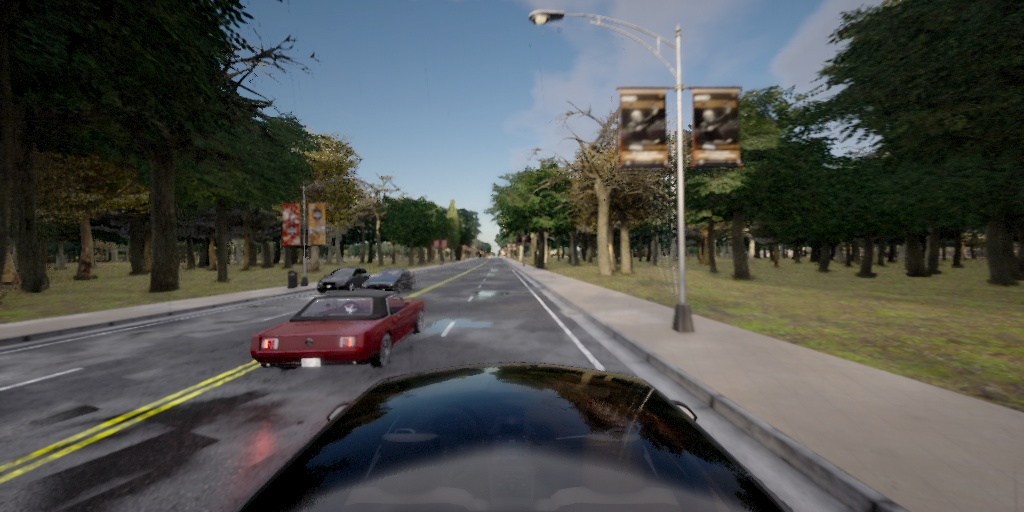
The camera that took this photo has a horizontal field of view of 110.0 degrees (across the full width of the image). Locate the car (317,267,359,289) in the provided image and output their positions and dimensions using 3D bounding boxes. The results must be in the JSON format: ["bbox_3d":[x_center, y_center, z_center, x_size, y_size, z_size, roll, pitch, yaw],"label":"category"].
[{"bbox_3d":[-10.387,1.478,22.616,1.837,1.490,4.892,-1,0,-2],"label":"car"}]

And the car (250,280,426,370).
[{"bbox_3d":[-3.258,1.420,7.932,1.895,1.301,4.718,-1,0,-2],"label":"car"}]

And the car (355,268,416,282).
[{"bbox_3d":[-7.096,1.467,21.328,2.033,1.411,5.357,-1,0,-2],"label":"car"}]
